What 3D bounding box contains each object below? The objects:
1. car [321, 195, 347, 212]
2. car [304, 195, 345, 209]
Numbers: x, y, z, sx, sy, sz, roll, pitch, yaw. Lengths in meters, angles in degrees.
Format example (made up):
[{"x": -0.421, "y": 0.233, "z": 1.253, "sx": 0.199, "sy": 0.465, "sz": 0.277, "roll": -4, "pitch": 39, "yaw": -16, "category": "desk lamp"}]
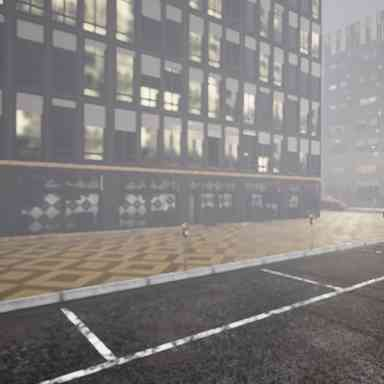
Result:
[{"x": 14.615, "y": 1.270, "z": 37.128, "sx": 2.192, "sy": 1.841, "sz": 5.009, "roll": 0, "pitch": 0, "yaw": -34, "category": "car"}, {"x": 18.398, "y": 1.370, "z": 46.451, "sx": 2.192, "sy": 1.841, "sz": 5.009, "roll": 0, "pitch": 0, "yaw": -34, "category": "car"}]
